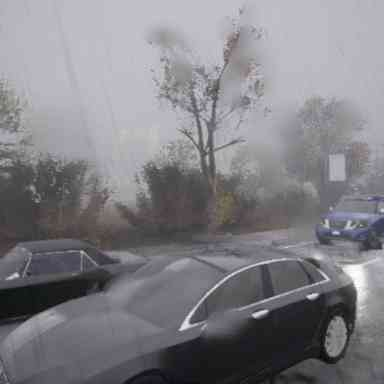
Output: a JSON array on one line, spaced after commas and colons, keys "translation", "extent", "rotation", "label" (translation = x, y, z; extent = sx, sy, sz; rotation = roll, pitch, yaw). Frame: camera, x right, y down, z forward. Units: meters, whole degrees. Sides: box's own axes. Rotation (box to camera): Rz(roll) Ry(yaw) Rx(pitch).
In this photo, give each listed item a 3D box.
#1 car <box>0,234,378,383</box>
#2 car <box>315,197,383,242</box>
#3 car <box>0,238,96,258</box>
[{"translation": [0.260, 1.519, 4.302], "extent": [4.892, 1.490, 1.837], "rotation": [1, -1, -37], "label": "car"}, {"translation": [7.769, 1.257, 15.098], "extent": [5.566, 2.045, 2.150], "rotation": [0, 0, -42], "label": "car"}, {"translation": [-3.006, 1.625, 6.243], "extent": [4.718, 1.301, 1.895], "rotation": [0, 0, -36], "label": "car"}]
